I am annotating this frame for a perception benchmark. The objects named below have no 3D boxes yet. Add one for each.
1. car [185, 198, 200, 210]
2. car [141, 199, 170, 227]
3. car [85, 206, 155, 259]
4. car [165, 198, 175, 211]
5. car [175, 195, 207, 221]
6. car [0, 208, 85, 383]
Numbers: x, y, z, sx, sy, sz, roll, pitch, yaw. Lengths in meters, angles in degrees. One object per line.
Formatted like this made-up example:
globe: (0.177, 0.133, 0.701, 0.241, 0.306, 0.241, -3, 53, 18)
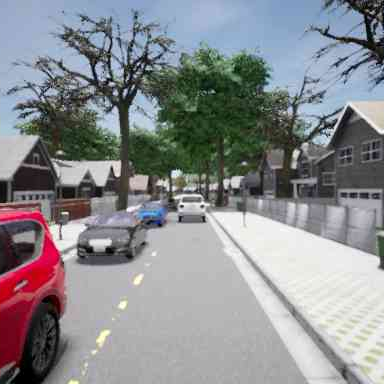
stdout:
car: (0.055, 1.591, 44.655, 1.994, 1.385, 4.181, 0, 0, 0)
car: (-2.814, 1.486, 23.001, 1.882, 1.535, 5.008, 0, 0, 0)
car: (-2.848, 1.495, 12.727, 2.128, 1.511, 4.902, 0, 0, 0)
car: (-2.781, 1.532, 41.112, 1.837, 1.490, 4.892, 0, -1, 0)
car: (0.020, 1.235, 27.584, 2.150, 2.045, 5.566, 0, 0, 1)
car: (-2.841, 1.222, 2.496, 2.150, 2.045, 5.566, 0, 0, 1)
